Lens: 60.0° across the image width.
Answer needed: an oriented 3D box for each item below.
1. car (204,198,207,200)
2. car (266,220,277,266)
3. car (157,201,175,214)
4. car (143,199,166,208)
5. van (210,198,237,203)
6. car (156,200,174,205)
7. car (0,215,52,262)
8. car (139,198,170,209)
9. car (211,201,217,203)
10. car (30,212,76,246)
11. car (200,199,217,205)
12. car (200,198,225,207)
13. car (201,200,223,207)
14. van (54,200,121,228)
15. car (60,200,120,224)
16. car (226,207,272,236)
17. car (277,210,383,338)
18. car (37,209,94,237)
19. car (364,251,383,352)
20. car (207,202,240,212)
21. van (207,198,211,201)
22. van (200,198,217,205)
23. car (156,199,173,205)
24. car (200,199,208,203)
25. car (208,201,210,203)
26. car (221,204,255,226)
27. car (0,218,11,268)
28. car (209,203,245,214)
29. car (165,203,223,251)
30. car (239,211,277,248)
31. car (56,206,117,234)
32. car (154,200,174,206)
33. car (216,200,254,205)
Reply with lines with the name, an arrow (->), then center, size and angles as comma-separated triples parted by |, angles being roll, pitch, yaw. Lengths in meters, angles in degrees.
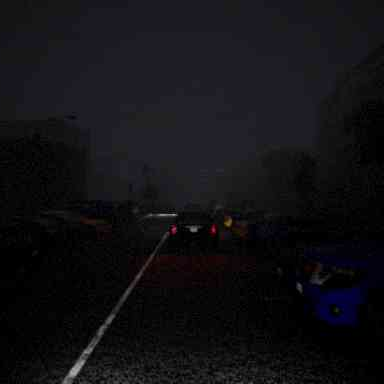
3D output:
car -> 4.618, 2.174, 53.248 | 4.553, 1.767, 2.185 | 0, -1, 0
car -> 4.620, 1.618, 8.554 | 4.792, 1.488, 2.163 | 0, -1, 0
car -> -3.089, 2.244, 44.467 | 1.994, 1.385, 4.181 | 0, -1, 0
car -> -7.649, 2.414, 68.284 | 4.553, 1.767, 2.185 | 0, -1, 0
van -> 4.533, 1.807, 36.490 | 4.442, 1.987, 1.878 | 0, -1, 0
car -> -7.686, 2.933, 94.745 | 5.008, 1.535, 2.097 | 0, 0, 0
car -> -7.651, 1.661, 11.206 | 4.792, 1.488, 2.163 | 0, -1, 0
car -> -7.709, 2.243, 65.474 | 5.566, 2.045, 2.435 | 0, -1, 0
car -> 4.655, 1.990, 33.694 | 4.892, 1.521, 2.231 | 0, -1, 0
car -> -7.677, 1.716, 13.995 | 4.674, 1.452, 2.002 | 0, -1, 0
car -> 4.643, 2.934, 95.159 | 4.892, 1.521, 2.231 | 0, 0, 0
car -> 4.621, 2.404, 75.597 | 5.566, 2.045, 2.435 | 0, -1, 0
car -> 4.643, 2.699, 78.387 | 5.008, 1.535, 2.097 | 0, -1, 0
van -> -7.797, 1.626, 25.038 | 4.442, 1.987, 1.878 | 0, -1, 0
car -> -7.709, 1.556, 22.247 | 5.566, 2.045, 2.435 | 0, -1, 0
car -> 4.678, 1.796, 19.728 | 4.792, 1.488, 2.163 | 0, -1, 0
car -> 4.621, 1.293, 5.765 | 5.566, 2.045, 2.435 | 0, -1, 0
car -> -7.678, 1.758, 16.662 | 4.674, 1.452, 2.002 | 0, -1, 0
car -> 4.649, 1.505, 3.026 | 5.008, 1.535, 2.097 | 0, -1, 0
car -> 4.678, 2.285, 50.455 | 4.792, 1.488, 2.163 | 0, -1, 0
van -> 4.766, 1.985, 47.663 | 4.442, 1.987, 1.878 | 0, -1, 0
van -> 4.532, 2.690, 92.353 | 4.442, 1.987, 1.878 | 0, 0, 0
car -> -7.650, 2.785, 91.917 | 4.553, 1.767, 2.185 | 0, -1, 0
car -> 0.083, 1.811, 30.452 | 2.097, 1.767, 4.553 | 0, -1, 0
car -> 4.644, 2.079, 39.405 | 5.008, 1.535, 2.097 | 0, -1, 0
car -> 4.835, 1.808, 22.521 | 5.366, 1.575, 1.946 | 0, -1, 0
car -> -7.866, 1.584, 8.415 | 5.366, 1.575, 1.946 | 0, -1, 0
car -> 4.647, 2.206, 44.866 | 4.674, 1.452, 2.002 | 0, -1, 0
car -> 0.082, 1.572, 15.425 | 2.097, 1.767, 4.553 | 0, -1, 0
car -> 4.679, 1.707, 14.140 | 4.792, 1.488, 2.163 | 0, -1, 0
car -> -7.495, 1.762, 19.578 | 5.366, 1.575, 1.946 | 0, -1, 0
car -> -7.496, 2.865, 88.973 | 5.366, 1.575, 1.946 | 0, -1, 0
car -> 4.617, 1.774, 28.111 | 4.553, 1.767, 2.185 | 0, -1, 0
